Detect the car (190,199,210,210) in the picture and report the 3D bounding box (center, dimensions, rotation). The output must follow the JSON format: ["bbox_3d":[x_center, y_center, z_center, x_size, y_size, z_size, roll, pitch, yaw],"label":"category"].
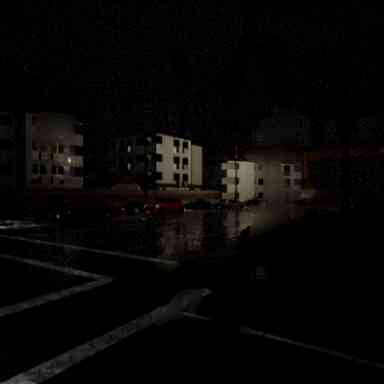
[{"bbox_3d":[0.854,1.548,43.064,1.994,1.385,4.181,0,0,40],"label":"car"}]

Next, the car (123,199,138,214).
[{"bbox_3d":[-5.373,1.476,35.274,2.128,1.511,4.902,0,0,38],"label":"car"}]

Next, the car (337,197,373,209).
[{"bbox_3d":[22.057,1.499,44.957,4.892,1.490,1.837,0,0,-18],"label":"car"}]

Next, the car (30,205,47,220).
[{"bbox_3d":[-11.003,1.489,27.855,1.837,1.490,4.892,0,0,37],"label":"car"}]

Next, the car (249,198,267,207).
[{"bbox_3d":[9.367,1.550,50.761,4.181,1.385,1.994,0,0,-32],"label":"car"}]

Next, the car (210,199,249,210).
[{"bbox_3d":[4.828,1.588,42.477,1.895,1.301,4.718,0,0,43],"label":"car"}]

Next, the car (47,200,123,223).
[{"bbox_3d":[-8.147,1.478,25.836,2.128,1.511,4.902,0,0,37],"label":"car"}]

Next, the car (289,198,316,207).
[{"bbox_3d":[16.876,1.554,50.792,4.181,1.385,1.994,0,0,-21],"label":"car"}]

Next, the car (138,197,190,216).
[{"bbox_3d":[-2.717,1.338,32.981,2.097,1.767,4.553,0,0,38],"label":"car"}]
